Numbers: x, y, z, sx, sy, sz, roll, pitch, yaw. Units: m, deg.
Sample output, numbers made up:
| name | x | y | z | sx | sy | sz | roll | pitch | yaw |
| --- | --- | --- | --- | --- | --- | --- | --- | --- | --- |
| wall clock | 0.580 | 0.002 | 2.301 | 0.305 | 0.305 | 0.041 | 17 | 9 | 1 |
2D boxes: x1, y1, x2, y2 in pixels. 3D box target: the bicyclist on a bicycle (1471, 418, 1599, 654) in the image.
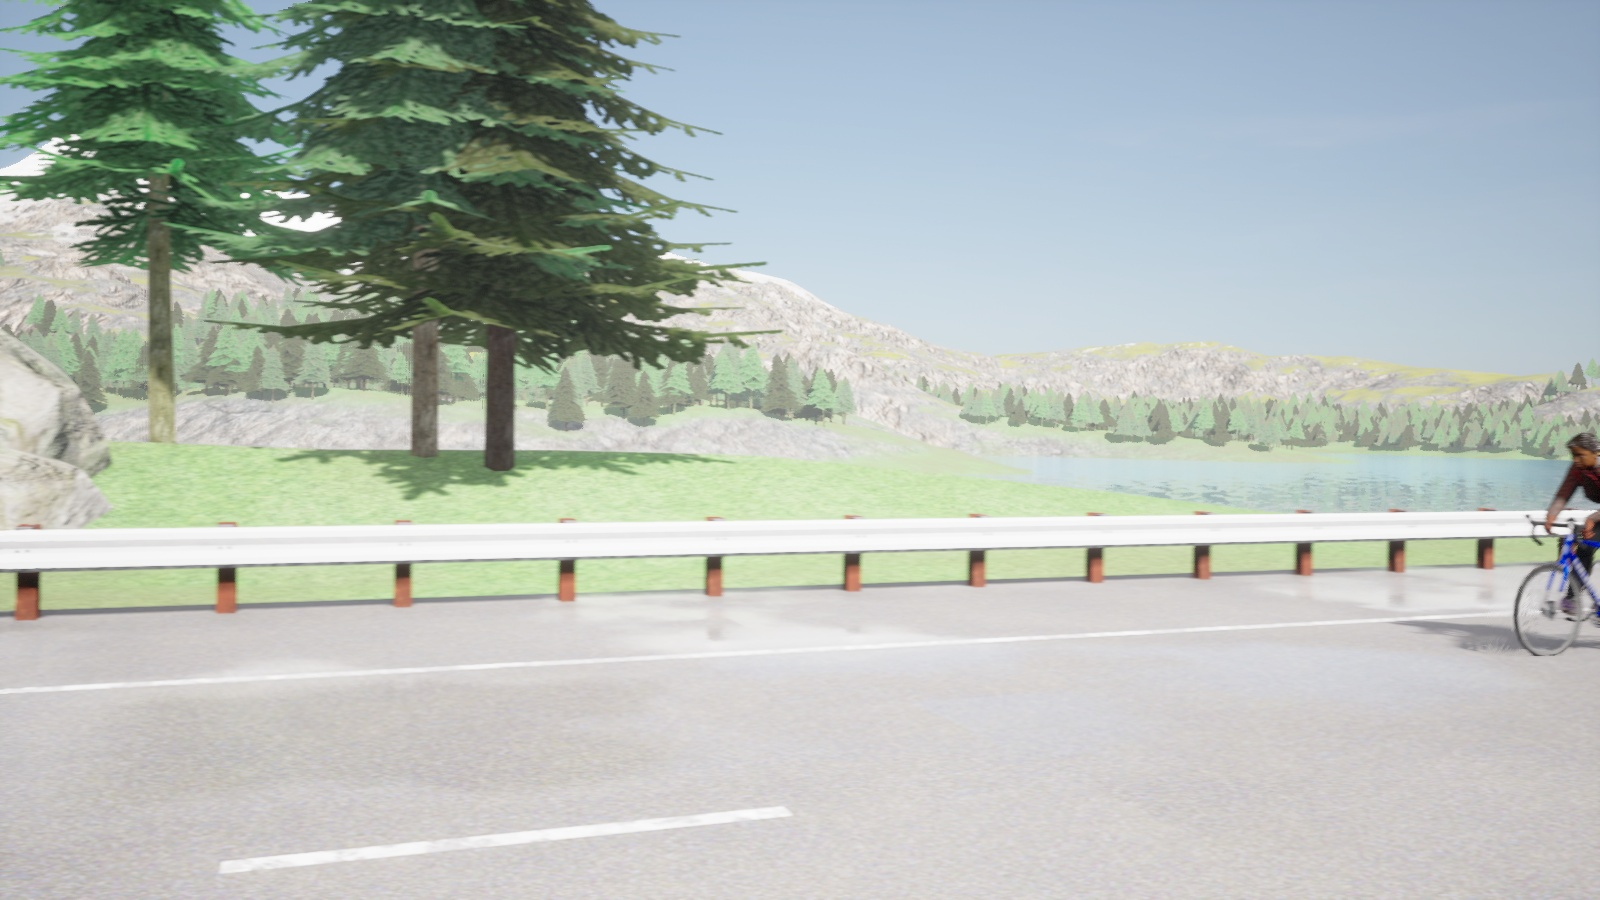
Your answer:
| name | x | y | z | sx | sy | sz | roll | pitch | yaw |
| --- | --- | --- | --- | --- | --- | --- | --- | --- | --- |
| bicyclist on a bicycle | 5.773 | 0.574 | 9.175 | 1.656 | 1.620 | 0.582 | -1 | 1 | -21 |
